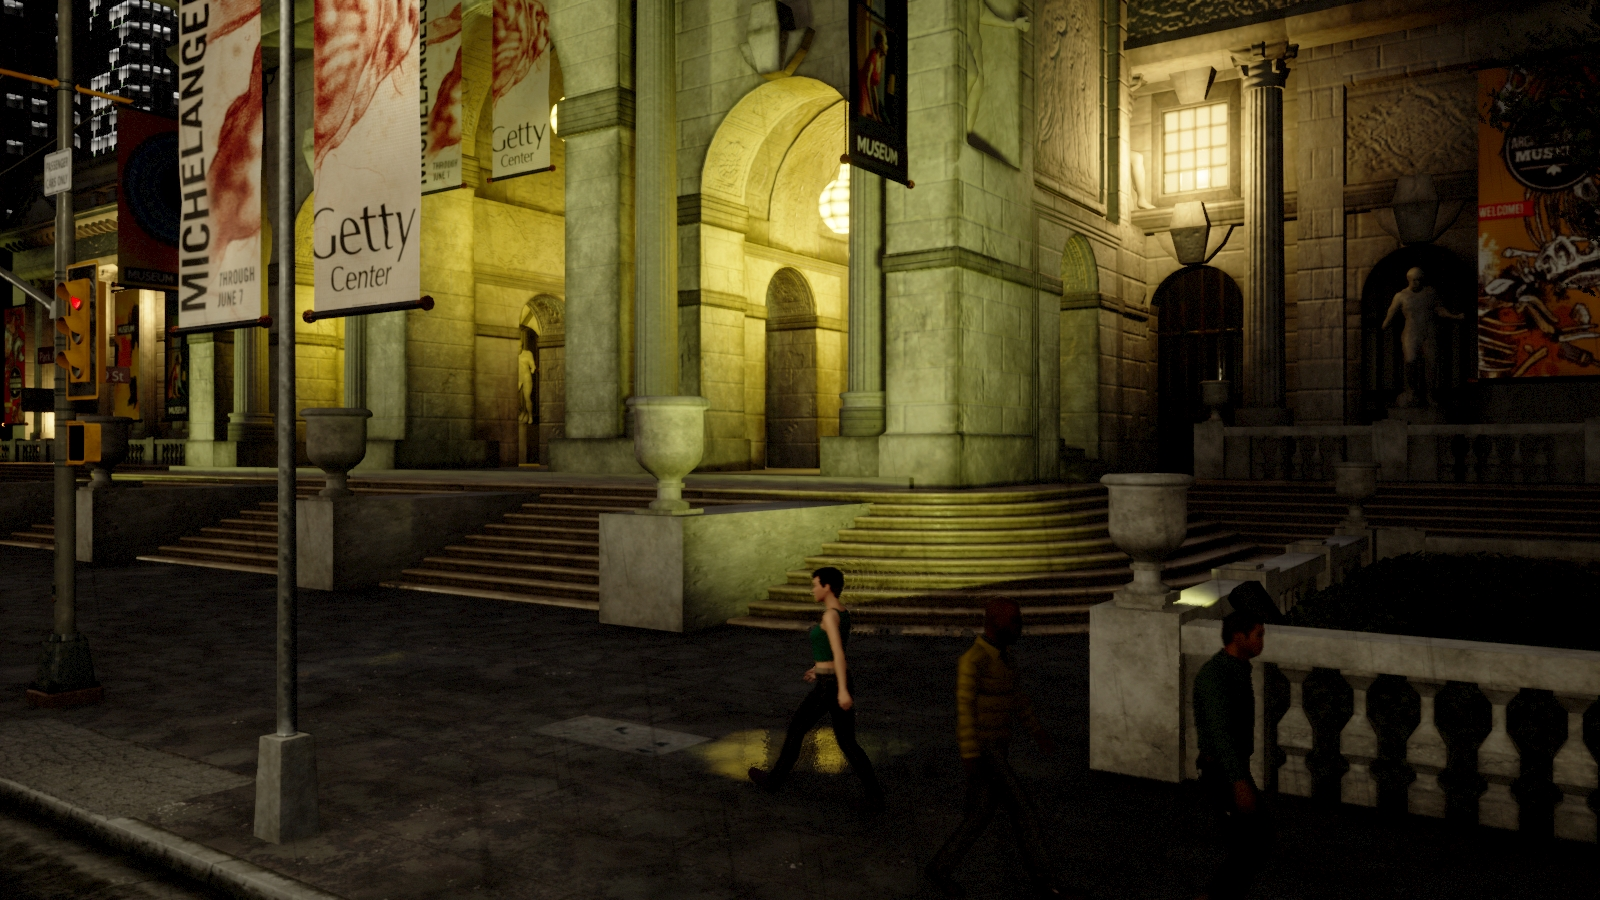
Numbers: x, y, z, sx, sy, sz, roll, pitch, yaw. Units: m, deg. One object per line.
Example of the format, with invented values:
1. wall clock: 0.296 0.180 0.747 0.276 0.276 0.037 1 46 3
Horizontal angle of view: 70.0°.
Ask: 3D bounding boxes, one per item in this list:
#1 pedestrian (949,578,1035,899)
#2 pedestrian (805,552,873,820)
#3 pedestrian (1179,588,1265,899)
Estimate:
1. pedestrian: 1.109 1.697 6.592 0.375 1.860 0.375 0 0 32
2. pedestrian: 0.288 1.698 8.368 0.375 1.860 0.375 0 0 25
3. pedestrian: 2.254 1.698 6.094 0.375 1.860 0.375 0 0 30
